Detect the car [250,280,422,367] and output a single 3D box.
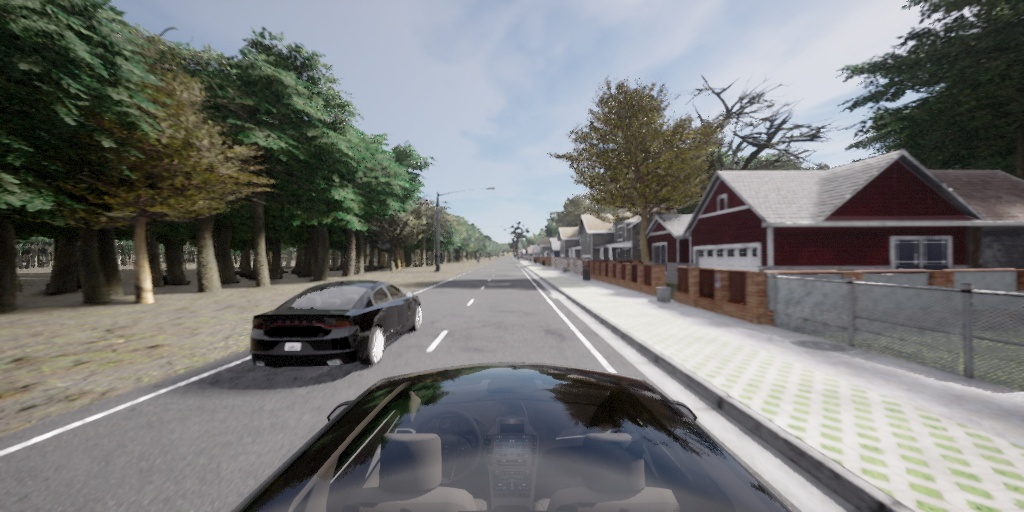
[{"bbox_3d":[-3.426,1.265,8.056,1.882,1.535,5.008,0,0,0],"label":"car"}]
